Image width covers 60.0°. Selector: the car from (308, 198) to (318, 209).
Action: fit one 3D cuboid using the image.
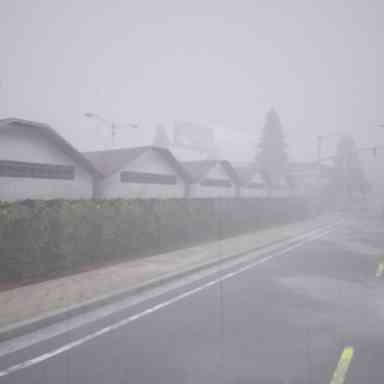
[{"bbox_3d":[20.703,1.928,56.478,1.905,1.878,3.866,0,-1,32],"label":"car"}]
